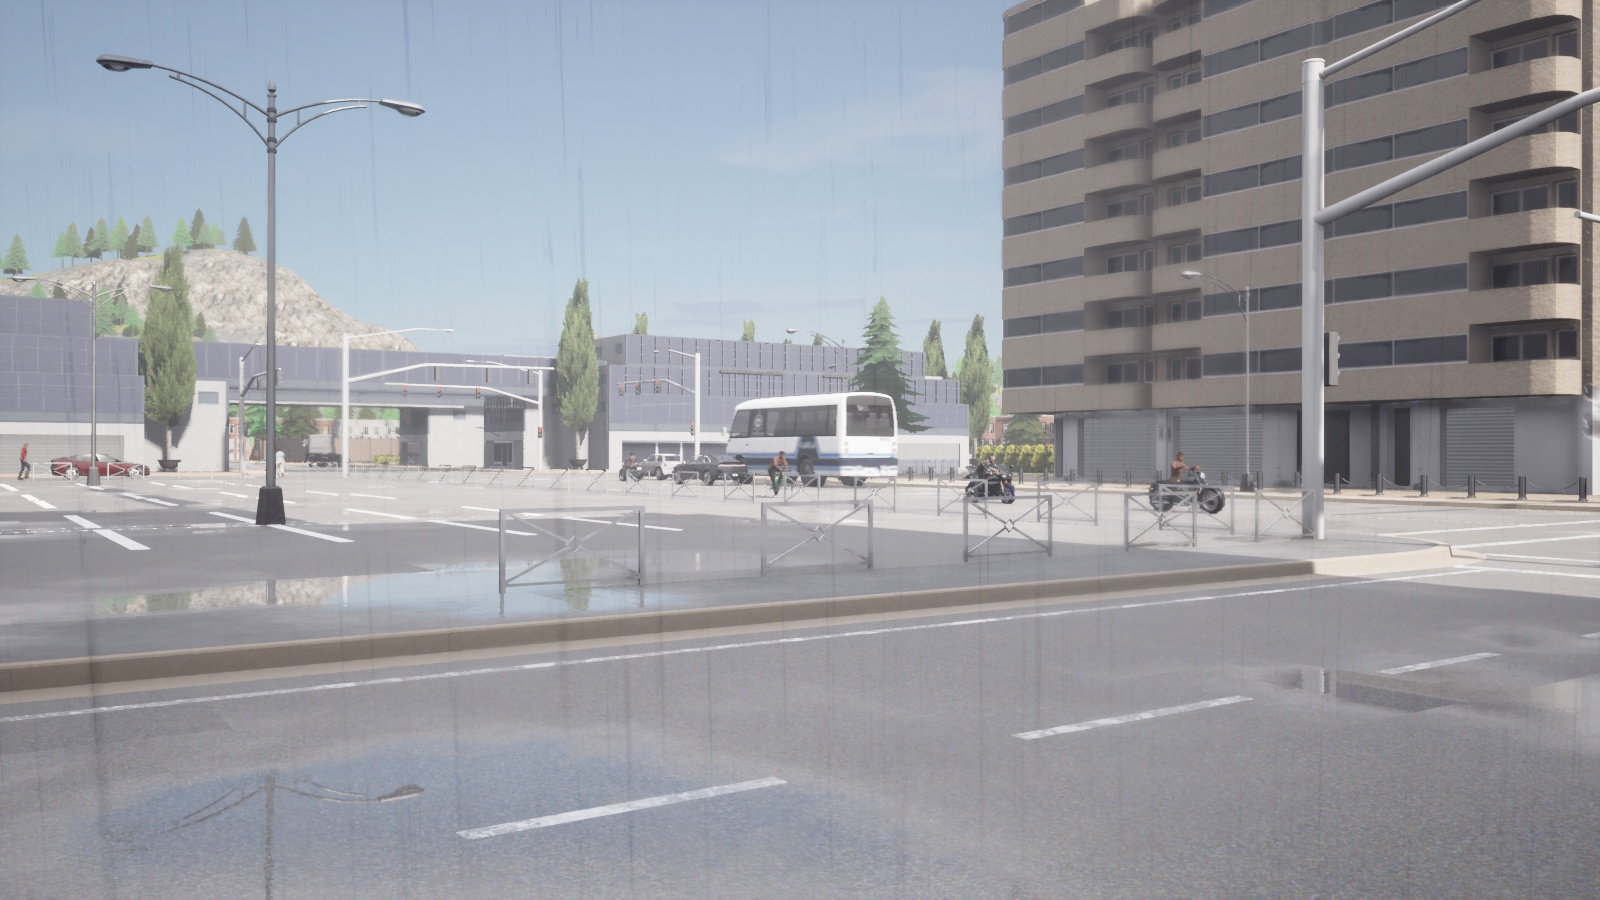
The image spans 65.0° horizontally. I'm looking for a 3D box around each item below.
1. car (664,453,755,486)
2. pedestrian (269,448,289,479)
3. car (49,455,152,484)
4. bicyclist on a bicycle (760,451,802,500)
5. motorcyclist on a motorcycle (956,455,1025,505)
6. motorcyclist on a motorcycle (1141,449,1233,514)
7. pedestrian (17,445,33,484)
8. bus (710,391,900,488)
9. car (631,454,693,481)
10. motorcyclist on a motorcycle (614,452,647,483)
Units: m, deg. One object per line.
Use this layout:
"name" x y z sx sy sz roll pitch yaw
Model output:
"car" -4.398 0.914 60.304 2.128 1.511 4.902 0 0 -35
"pedestrian" -31.744 0.833 76.541 0.874 1.855 0.900 0 0 -41
"car" -38.436 1.050 69.001 4.792 1.488 2.163 0 0 -33
"bicyclist on a bicycle" -0.657 0.859 42.574 0.582 1.620 1.656 0 0 -35
"motorcyclist on a motorcycle" 5.929 0.919 39.196 0.866 1.530 2.191 0 0 -35
"motorcyclist on a motorcycle" 10.169 0.810 33.058 0.766 1.649 2.350 0 0 -35
"pedestrian" -36.977 0.684 59.922 0.636 1.846 0.331 0 0 -35
"bus" 0.000 -0.429 60.094 3.944 4.253 10.273 0 0 -35
"car" -7.896 0.957 71.525 1.970 1.475 3.806 0 0 -34
"motorcyclist on a motorcycle" -9.068 0.934 67.065 0.766 1.649 2.350 0 0 -35
